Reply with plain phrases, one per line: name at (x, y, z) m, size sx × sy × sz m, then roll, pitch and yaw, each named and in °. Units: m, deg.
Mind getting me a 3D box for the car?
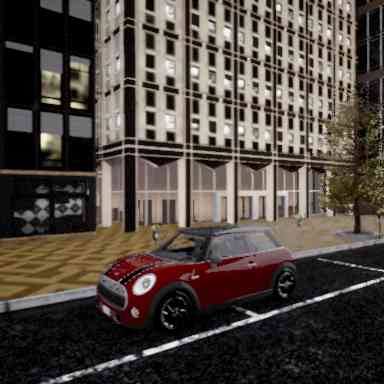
car at (0.198, 1.444, 6.712) m, size 4.097 × 1.590 × 1.967 m, roll 0°, pitch 0°, yaw -36°
